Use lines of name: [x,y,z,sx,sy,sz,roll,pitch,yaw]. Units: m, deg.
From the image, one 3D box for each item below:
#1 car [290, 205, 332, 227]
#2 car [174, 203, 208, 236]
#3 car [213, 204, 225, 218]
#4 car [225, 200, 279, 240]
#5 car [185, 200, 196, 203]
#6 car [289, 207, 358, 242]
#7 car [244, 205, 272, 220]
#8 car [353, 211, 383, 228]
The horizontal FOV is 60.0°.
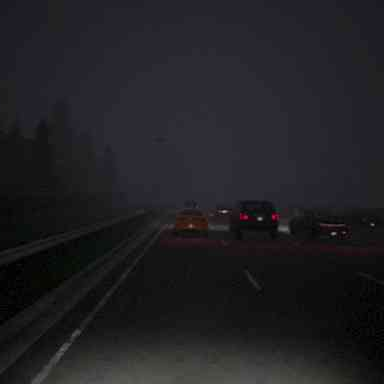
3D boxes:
car: [10.382,2.050,29.468,1.882,1.535,5.008,1,0,0]
car: [-0.064,1.705,20.354,1.882,1.535,5.008,1,-1,0]
car: [3.348,2.026,35.736,2.033,1.411,5.357,1,-1,0]
car: [3.435,1.510,19.307,2.150,2.045,5.566,1,-2,1]
car: [-0.197,1.800,40.393,2.097,1.767,4.553,1,-1,-1]
car: [6.944,1.865,18.747,2.128,1.511,4.902,1,-1,0]
car: [6.850,2.153,35.036,1.895,1.301,4.718,1,-1,0]
car: [13.888,2.237,27.804,1.895,1.301,4.718,1,-1,0]
